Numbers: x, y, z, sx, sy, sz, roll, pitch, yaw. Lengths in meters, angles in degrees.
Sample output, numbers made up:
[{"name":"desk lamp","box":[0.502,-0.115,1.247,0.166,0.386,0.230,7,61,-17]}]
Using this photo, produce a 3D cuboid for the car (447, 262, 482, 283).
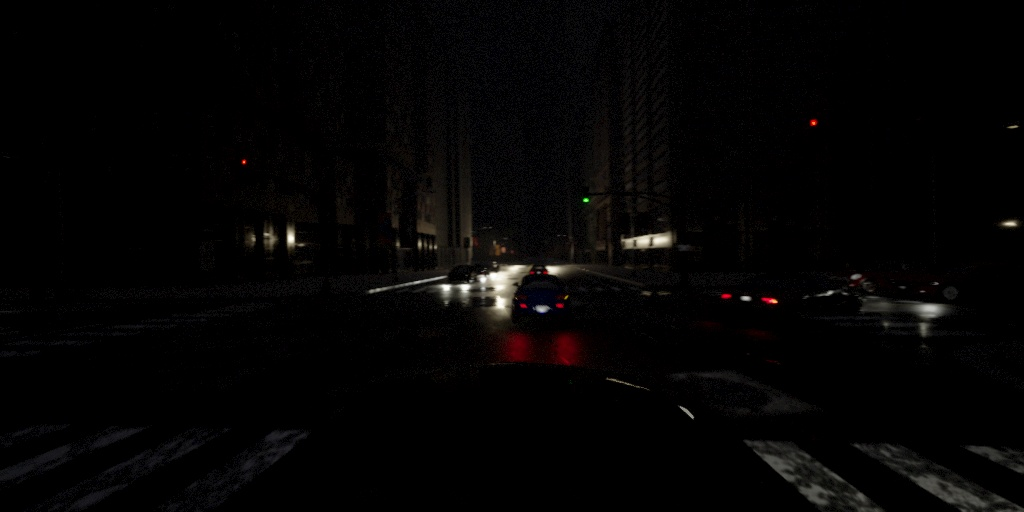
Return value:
[{"name":"car","box":[-4.312,1.532,31.883,1.882,1.535,5.008,-1,0,5]}]

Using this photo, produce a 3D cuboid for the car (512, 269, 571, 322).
[{"name":"car","box":[1.006,1.344,12.496,1.812,1.442,4.674,-1,0,4]}]

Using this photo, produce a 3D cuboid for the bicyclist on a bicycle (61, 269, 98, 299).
[{"name":"bicyclist on a bicycle","box":[-24.495,1.551,20.313,0.582,1.620,1.656,-1,1,4]}]

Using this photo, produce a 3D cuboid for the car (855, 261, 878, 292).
[{"name":"car","box":[17.995,0.952,17.558,4.097,1.591,1.967,0,0,4]}]

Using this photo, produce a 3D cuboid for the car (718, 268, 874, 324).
[{"name":"car","box":[9.117,1.249,11.653,5.357,1.411,2.033,-1,0,-27]}]

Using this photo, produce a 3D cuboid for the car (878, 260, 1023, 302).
[{"name":"car","box":[18.821,0.992,14.818,5.008,1.535,1.882,-1,0,4]}]

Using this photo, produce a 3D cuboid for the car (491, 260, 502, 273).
[{"name":"car","box":[-2.819,1.686,51.713,2.128,1.511,4.902,-1,0,4]}]

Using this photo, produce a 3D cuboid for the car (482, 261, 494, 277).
[{"name":"car","box":[-3.603,1.626,41.360,1.837,1.490,4.892,-1,0,5]}]

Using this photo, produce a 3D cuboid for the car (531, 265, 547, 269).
[{"name":"car","box":[2.497,1.511,33.450,2.033,1.411,5.357,-1,0,4]}]
